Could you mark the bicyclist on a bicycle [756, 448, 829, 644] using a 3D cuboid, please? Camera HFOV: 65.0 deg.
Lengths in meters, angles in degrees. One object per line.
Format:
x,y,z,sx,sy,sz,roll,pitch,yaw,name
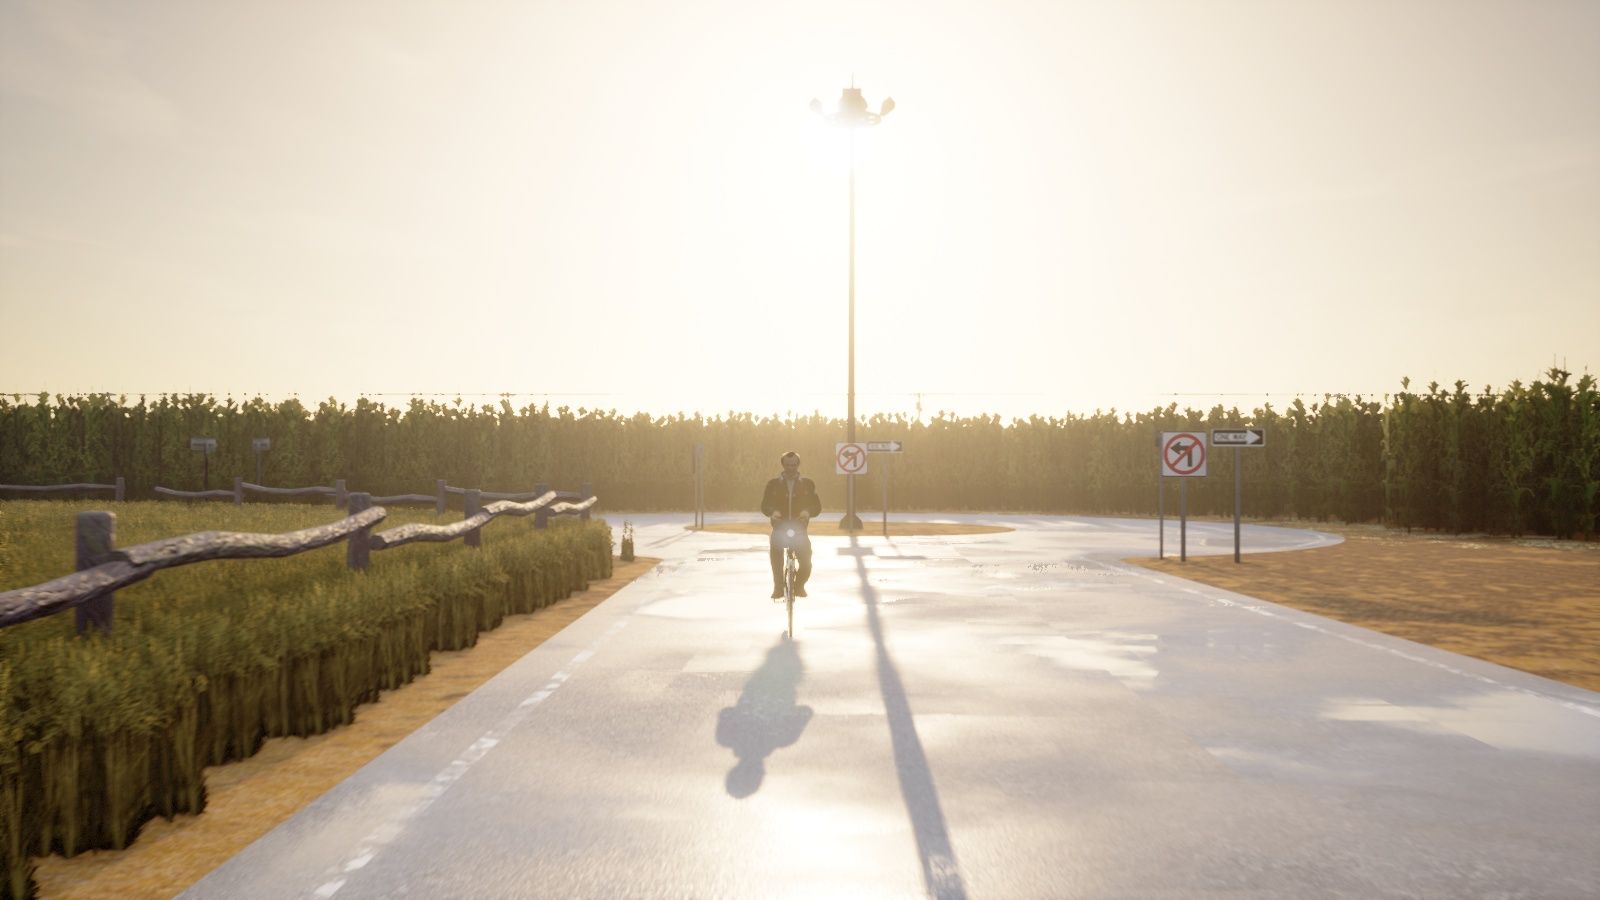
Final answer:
-0.084,0.892,12.336,0.659,1.776,1.843,0,-1,-1,bicyclist on a bicycle
